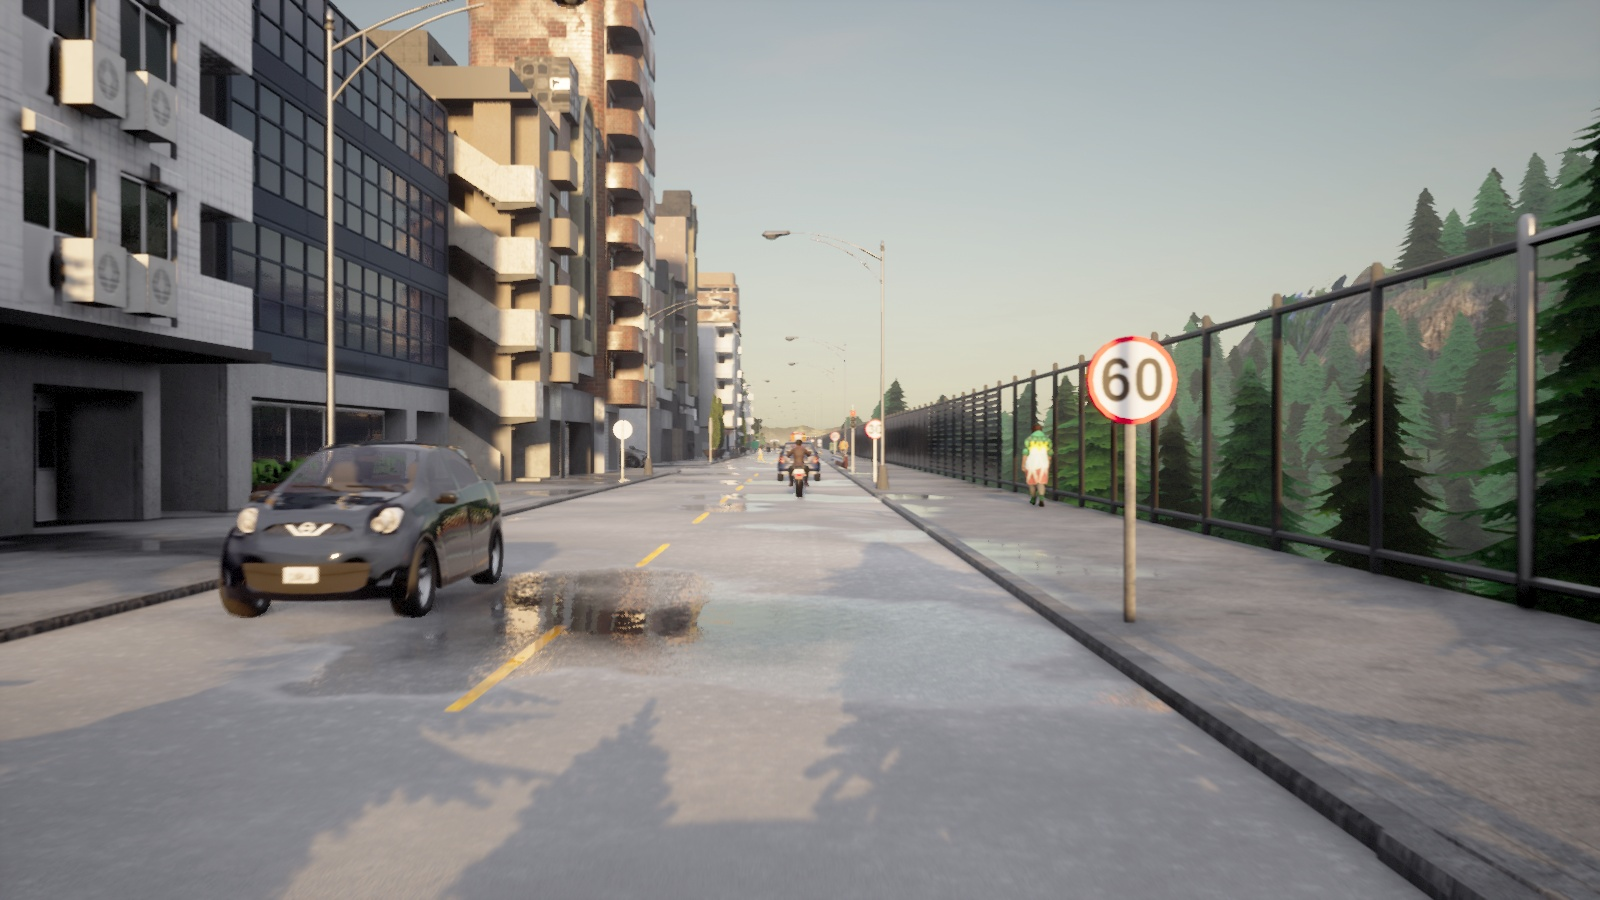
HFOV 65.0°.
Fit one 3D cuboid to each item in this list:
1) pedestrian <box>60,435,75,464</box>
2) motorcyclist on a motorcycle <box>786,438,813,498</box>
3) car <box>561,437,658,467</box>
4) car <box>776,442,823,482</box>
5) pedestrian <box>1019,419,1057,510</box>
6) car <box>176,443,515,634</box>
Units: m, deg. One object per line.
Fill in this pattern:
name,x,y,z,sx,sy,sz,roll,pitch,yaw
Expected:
pedestrian,-47.547,-0.044,81.530,0.726,1.842,0.402,0,0,0
motorcyclist on a motorcycle,-0.013,0.495,35.782,0.766,1.649,2.350,0,0,0
car,-10.866,0.113,71.733,5.027,1.651,2.152,0,0,10
car,-0.024,0.445,49.608,1.789,1.549,3.705,0,0,0
pedestrian,5.204,0.305,27.474,0.659,1.952,0.873,0,0,0
car,-3.996,0.691,11.712,1.845,1.501,3.633,0,0,0
